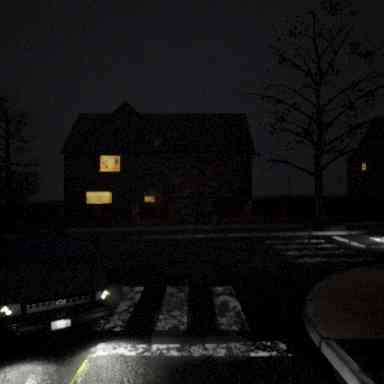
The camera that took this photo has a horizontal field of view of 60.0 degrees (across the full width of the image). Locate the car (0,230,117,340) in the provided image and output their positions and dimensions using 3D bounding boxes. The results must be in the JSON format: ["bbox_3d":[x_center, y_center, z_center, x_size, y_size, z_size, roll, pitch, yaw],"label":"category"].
[{"bbox_3d":[-3.328,1.568,7.129,2.033,1.411,5.357,0,0,-32],"label":"car"}]
